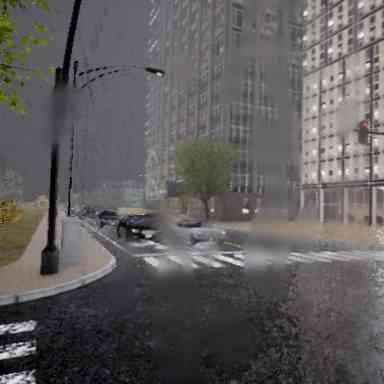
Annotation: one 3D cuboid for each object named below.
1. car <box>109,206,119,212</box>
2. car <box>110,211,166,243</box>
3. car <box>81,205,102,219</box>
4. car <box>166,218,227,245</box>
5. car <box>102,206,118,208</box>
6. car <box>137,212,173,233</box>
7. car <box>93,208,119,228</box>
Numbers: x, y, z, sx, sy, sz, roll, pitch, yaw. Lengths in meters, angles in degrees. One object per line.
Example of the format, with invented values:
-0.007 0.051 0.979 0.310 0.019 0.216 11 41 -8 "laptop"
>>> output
-20.199 4.368 85.823 1.837 1.490 4.892 3 -3 -23 "car"
-3.225 2.132 19.839 2.128 1.511 4.902 3 -3 -23 "car"
-14.171 2.755 46.095 2.097 1.767 4.553 3 -2 -22 "car"
0.245 2.354 19.944 1.895 1.301 4.718 3 -3 -23 "car"
-11.565 3.177 48.267 1.895 1.301 4.718 3 -3 -22 "car"
-3.264 2.523 28.332 1.812 1.442 4.674 3 -2 -23 "car"
-7.564 2.467 30.192 1.812 1.442 4.674 3 -3 -22 "car"
